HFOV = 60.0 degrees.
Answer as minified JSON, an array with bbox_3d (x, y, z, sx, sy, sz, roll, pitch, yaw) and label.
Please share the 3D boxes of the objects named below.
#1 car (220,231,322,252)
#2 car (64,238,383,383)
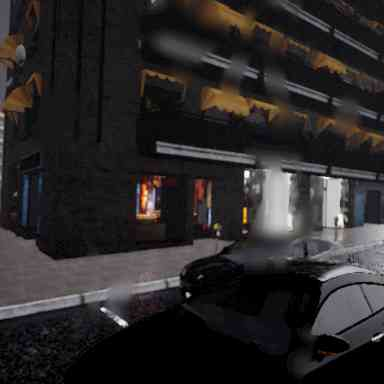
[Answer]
[{"bbox_3d":[1.776,1.596,7.339,4.313,1.339,1.947,0,2,-35],"label":"car"},{"bbox_3d":[1.025,1.541,3.682,4.674,1.442,1.812,0,0,-36],"label":"car"}]
